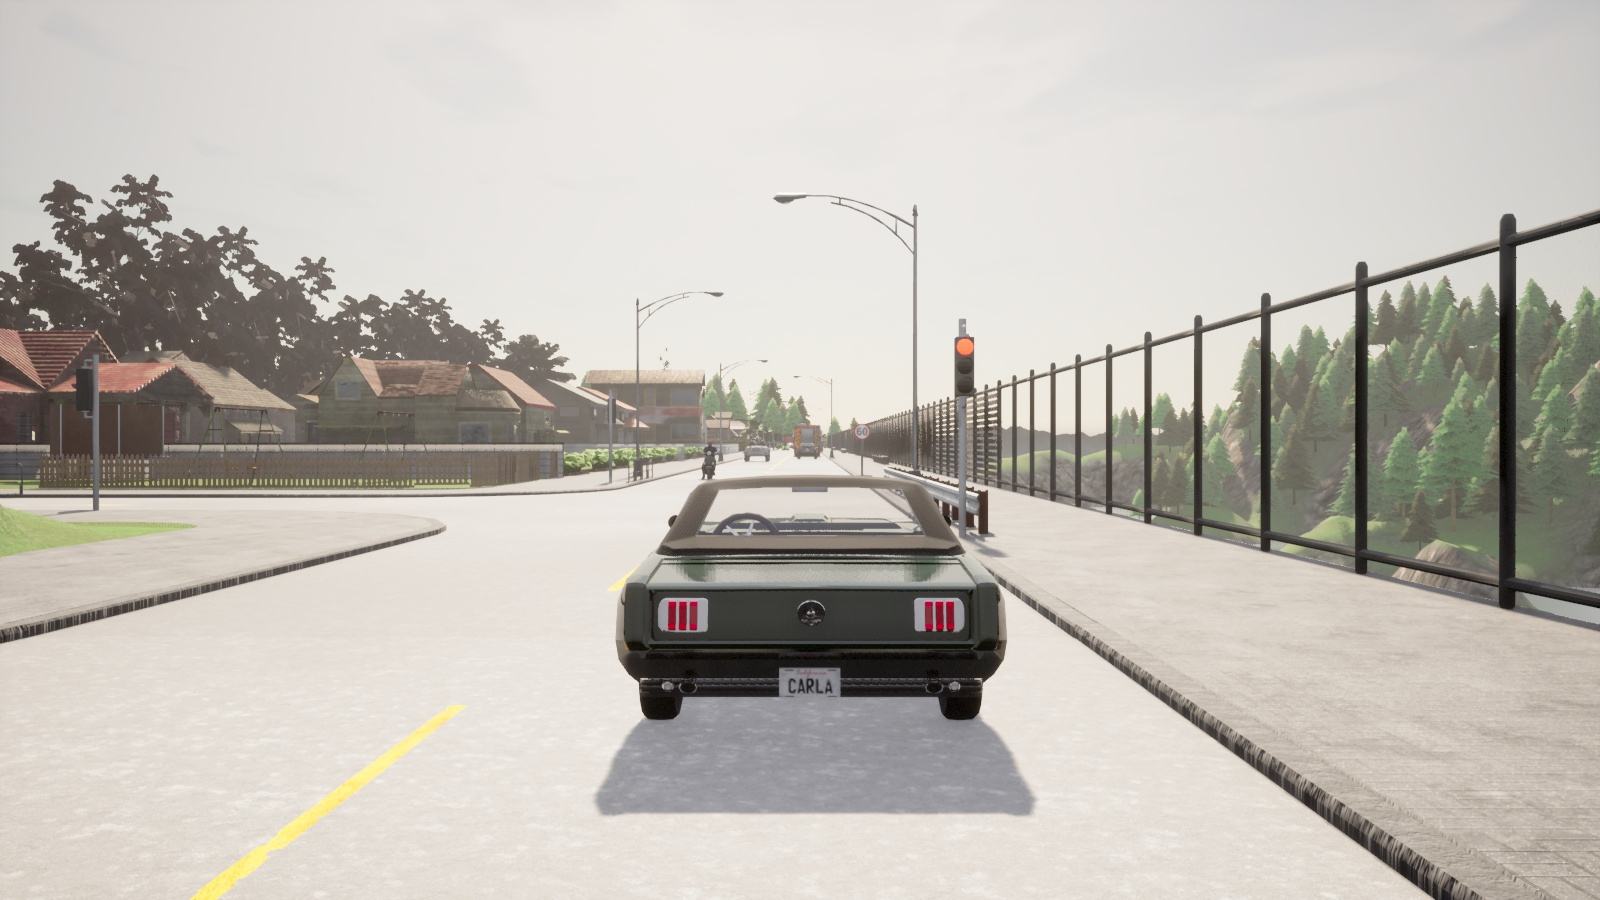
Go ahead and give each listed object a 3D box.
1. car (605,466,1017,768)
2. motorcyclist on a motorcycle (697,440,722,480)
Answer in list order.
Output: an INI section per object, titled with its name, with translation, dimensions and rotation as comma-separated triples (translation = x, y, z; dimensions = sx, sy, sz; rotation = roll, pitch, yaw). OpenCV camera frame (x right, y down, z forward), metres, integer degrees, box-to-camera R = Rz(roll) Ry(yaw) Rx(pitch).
[car]
translation = 0.062, 0.801, 8.138
dimensions = 1.895, 1.301, 4.718
rotation = 0, 0, 0
[motorcyclist on a motorcycle]
translation = -3.688, 0.406, 51.439
dimensions = 0.866, 1.590, 1.817
rotation = 0, 0, 0
